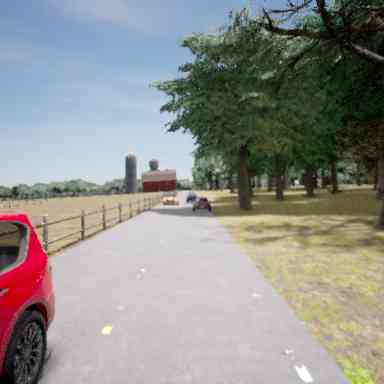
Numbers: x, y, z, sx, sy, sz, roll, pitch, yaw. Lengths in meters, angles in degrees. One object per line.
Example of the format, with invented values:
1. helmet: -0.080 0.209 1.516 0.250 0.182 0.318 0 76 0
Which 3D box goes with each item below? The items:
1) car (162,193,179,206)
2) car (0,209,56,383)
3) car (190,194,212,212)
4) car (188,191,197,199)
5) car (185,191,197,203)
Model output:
1. car: -2.818 0.887 45.098 2.097 1.767 4.553 0 1 0
2. car: -2.852 1.216 2.154 2.150 2.045 5.566 0 0 0
3. car: 0.970 1.215 34.080 1.812 1.442 4.674 0 1 0
4. car: 0.016 0.615 68.663 1.812 1.442 4.674 0 1 0
5. car: 0.012 0.912 53.258 1.837 1.490 4.892 0 1 0
